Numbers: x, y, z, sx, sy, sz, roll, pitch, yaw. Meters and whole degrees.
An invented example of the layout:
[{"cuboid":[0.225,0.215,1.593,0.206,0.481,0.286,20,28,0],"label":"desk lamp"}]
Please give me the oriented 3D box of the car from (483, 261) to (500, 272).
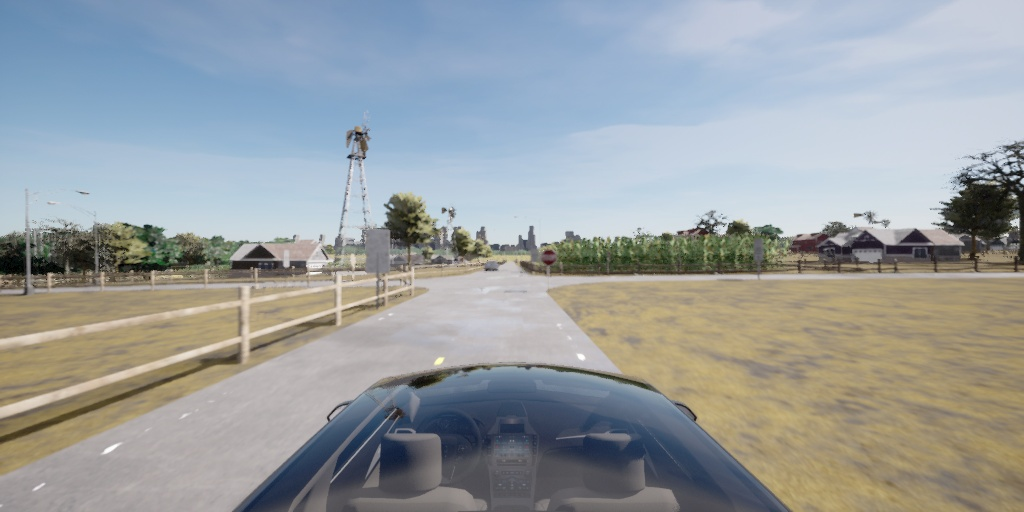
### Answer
[{"cuboid":[-2.768,1.434,49.168,1.837,1.490,4.892,0,2,0],"label":"car"}]
